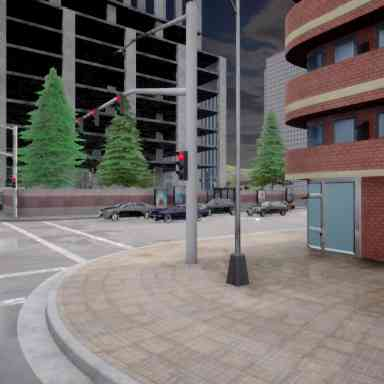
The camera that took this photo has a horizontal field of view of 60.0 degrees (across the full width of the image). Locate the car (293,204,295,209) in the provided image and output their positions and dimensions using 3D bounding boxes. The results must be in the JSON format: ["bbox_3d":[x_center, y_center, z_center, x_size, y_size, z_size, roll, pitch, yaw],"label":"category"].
[{"bbox_3d":[9.582,1.656,38.117,4.718,1.301,1.895,0,0,-35],"label":"car"}]

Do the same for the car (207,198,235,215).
[{"bbox_3d":[2.187,1.407,32.876,4.553,1.767,2.097,0,0,-35],"label":"car"}]

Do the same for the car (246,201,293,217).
[{"bbox_3d":[7.345,1.581,32.236,4.674,1.442,1.812,0,0,-35],"label":"car"}]

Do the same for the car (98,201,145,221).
[{"bbox_3d":[-5.295,1.547,27.576,4.902,1.511,2.128,0,0,-35],"label":"car"}]

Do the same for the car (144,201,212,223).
[{"bbox_3d":[-1.032,1.656,26.307,4.718,1.301,1.895,0,0,-35],"label":"car"}]
